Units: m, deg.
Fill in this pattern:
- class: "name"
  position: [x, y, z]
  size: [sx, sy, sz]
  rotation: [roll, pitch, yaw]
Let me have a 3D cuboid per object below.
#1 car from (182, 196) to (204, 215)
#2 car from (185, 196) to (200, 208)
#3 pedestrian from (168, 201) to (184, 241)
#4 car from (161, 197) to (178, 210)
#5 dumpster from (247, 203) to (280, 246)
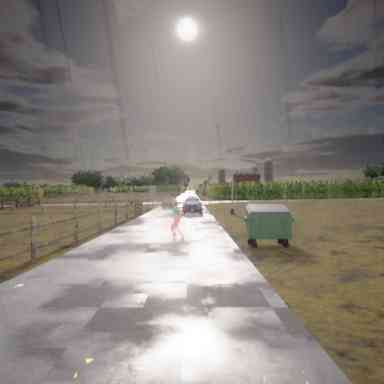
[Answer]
- class: "car"
  position: [0.078, 1.454, 32.398]
  size: [1.812, 1.442, 4.674]
  rotation: [0, 0, 0]
- class: "car"
  position: [0.073, 1.366, 46.065]
  size: [1.882, 1.535, 5.008]
  rotation: [0, 0, 0]
- class: "pedestrian"
  position: [-0.716, 1.271, 14.857]
  size: [0.375, 1.860, 0.375]
  rotation: [0, 0, -15]
- class: "car"
  position: [-2.807, 1.377, 42.145]
  size: [1.882, 1.535, 5.008]
  rotation: [0, 0, 0]
- class: "dumpster"
  position: [3.130, 1.374, 14.804]
  size: [1.020, 1.700, 1.940]
  rotation: [0, 0, 0]
